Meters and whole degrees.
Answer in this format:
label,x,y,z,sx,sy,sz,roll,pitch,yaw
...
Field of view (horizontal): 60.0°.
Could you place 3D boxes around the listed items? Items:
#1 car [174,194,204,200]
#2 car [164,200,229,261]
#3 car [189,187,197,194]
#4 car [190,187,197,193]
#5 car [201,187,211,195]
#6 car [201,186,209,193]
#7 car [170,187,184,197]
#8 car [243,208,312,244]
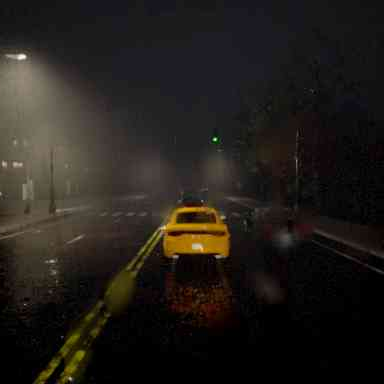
label,x,y,z,sx,sy,sz,roll,pitch,yaw
car,-0.081,1.075,24.617,1.994,1.385,4.181,0,1,-5
car,0.138,1.251,11.325,1.882,1.535,5.008,0,1,0
car,0.266,-0.117,80.679,1.837,1.490,4.892,0,1,0
car,0.301,-0.508,91.092,1.882,1.535,5.008,0,1,0
car,3.516,-0.091,80.668,2.128,1.511,4.902,0,1,0
car,3.551,-0.629,91.049,2.097,1.767,4.553,0,1,0
car,-3.063,0.310,62.886,1.994,1.385,4.181,0,1,1
car,3.398,1.318,14.203,1.895,1.301,4.718,0,1,0
